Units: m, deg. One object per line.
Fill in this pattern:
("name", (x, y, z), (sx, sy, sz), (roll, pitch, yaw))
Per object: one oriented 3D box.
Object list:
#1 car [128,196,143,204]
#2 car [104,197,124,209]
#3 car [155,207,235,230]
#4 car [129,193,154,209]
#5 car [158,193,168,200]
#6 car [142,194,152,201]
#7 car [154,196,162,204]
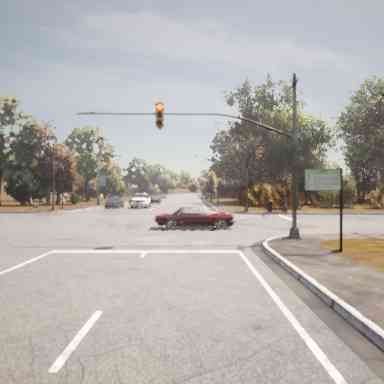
("car", (-10.426, 1.492, 61.918), (1.994, 1.385, 4.181), (0, 0, 1))
("car", (-10.502, 1.450, 45.111), (1.837, 1.490, 4.892), (0, 1, 0))
("car", (0.220, 1.578, 20.106), (4.718, 1.301, 1.895), (0, 0, 3))
("car", (-7.002, 1.166, 45.633), (2.150, 2.045, 5.566), (0, 0, 0))
("car", (-6.835, 1.062, 79.121), (2.033, 1.411, 5.357), (0, 0, 0))
("car", (-10.340, 1.343, 76.801), (1.837, 1.490, 4.892), (0, 0, 0))
("car", (-6.905, 1.473, 63.787), (2.033, 1.411, 5.357), (0, 0, 1))
